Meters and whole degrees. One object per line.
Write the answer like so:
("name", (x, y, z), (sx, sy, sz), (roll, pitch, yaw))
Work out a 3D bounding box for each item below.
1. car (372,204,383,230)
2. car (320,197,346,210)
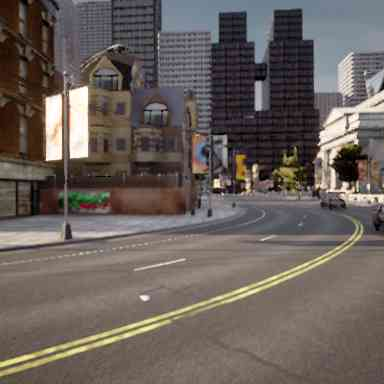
("car", (11.645, 1.416, 19.414), (1.812, 1.442, 4.674), (0, 0, 27))
("car", (16.835, 1.306, 39.944), (2.128, 1.511, 4.902), (0, 0, 6))
